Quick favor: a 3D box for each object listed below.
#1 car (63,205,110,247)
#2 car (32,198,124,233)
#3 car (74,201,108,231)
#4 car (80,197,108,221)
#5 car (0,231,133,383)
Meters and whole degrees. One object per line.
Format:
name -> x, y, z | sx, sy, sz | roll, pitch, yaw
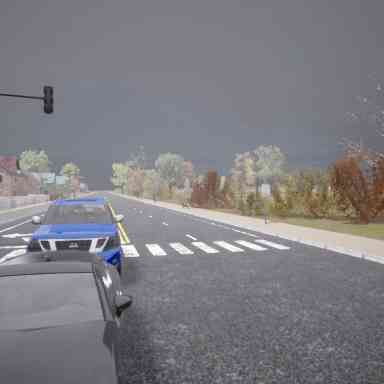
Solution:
car -> -4.986, 1.499, 16.106 | 1.837, 1.490, 4.892 | 0, 0, -15
car -> -3.348, 1.218, 10.028 | 2.150, 2.045, 5.566 | 0, 0, -15
car -> -6.535, 1.468, 21.856 | 1.882, 1.535, 5.008 | 0, 0, -15
car -> -8.077, 1.338, 27.595 | 2.097, 1.767, 4.553 | 0, 0, -15
car -> -1.729, 1.524, 3.934 | 1.812, 1.442, 4.674 | 0, 0, -13
